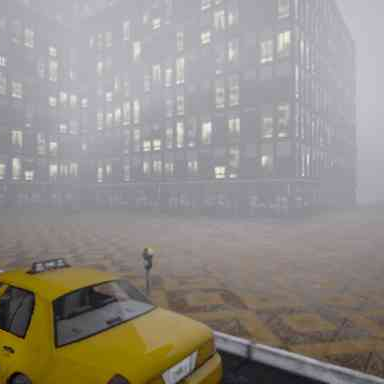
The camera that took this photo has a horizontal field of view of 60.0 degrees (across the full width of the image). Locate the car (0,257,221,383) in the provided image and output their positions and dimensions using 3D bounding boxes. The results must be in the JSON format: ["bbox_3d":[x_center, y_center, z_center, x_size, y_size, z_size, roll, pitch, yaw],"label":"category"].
[{"bbox_3d":[-1.982,1.526,4.262,4.829,1.417,1.752,0,0,36],"label":"car"}]
